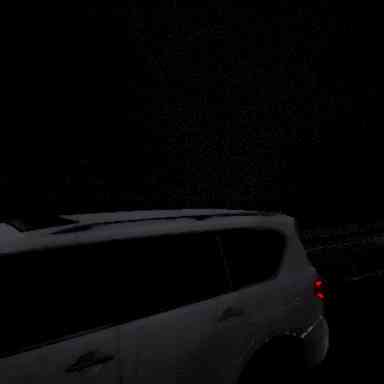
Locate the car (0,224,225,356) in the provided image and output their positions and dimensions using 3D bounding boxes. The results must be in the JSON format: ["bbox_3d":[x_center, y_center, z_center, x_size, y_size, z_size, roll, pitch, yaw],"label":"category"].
[{"bbox_3d":[-2.094,1.544,6.184,5.357,1.411,2.033,0,0,-36],"label":"car"}]

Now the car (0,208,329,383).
[{"bbox_3d":[-1.119,1.220,2.887,5.566,2.045,2.150,0,0,-36],"label":"car"}]
